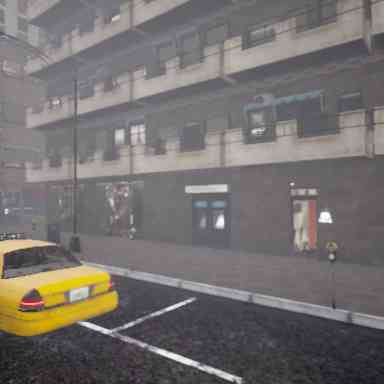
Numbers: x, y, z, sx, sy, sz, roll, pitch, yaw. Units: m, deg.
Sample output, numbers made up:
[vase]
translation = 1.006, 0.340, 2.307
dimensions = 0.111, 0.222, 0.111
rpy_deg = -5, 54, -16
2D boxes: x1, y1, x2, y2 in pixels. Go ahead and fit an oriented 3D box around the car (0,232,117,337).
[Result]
[car]
translation = -3.822, 1.603, 6.753
dimensions = 5.366, 1.575, 1.801
rpy_deg = -1, -2, 37
